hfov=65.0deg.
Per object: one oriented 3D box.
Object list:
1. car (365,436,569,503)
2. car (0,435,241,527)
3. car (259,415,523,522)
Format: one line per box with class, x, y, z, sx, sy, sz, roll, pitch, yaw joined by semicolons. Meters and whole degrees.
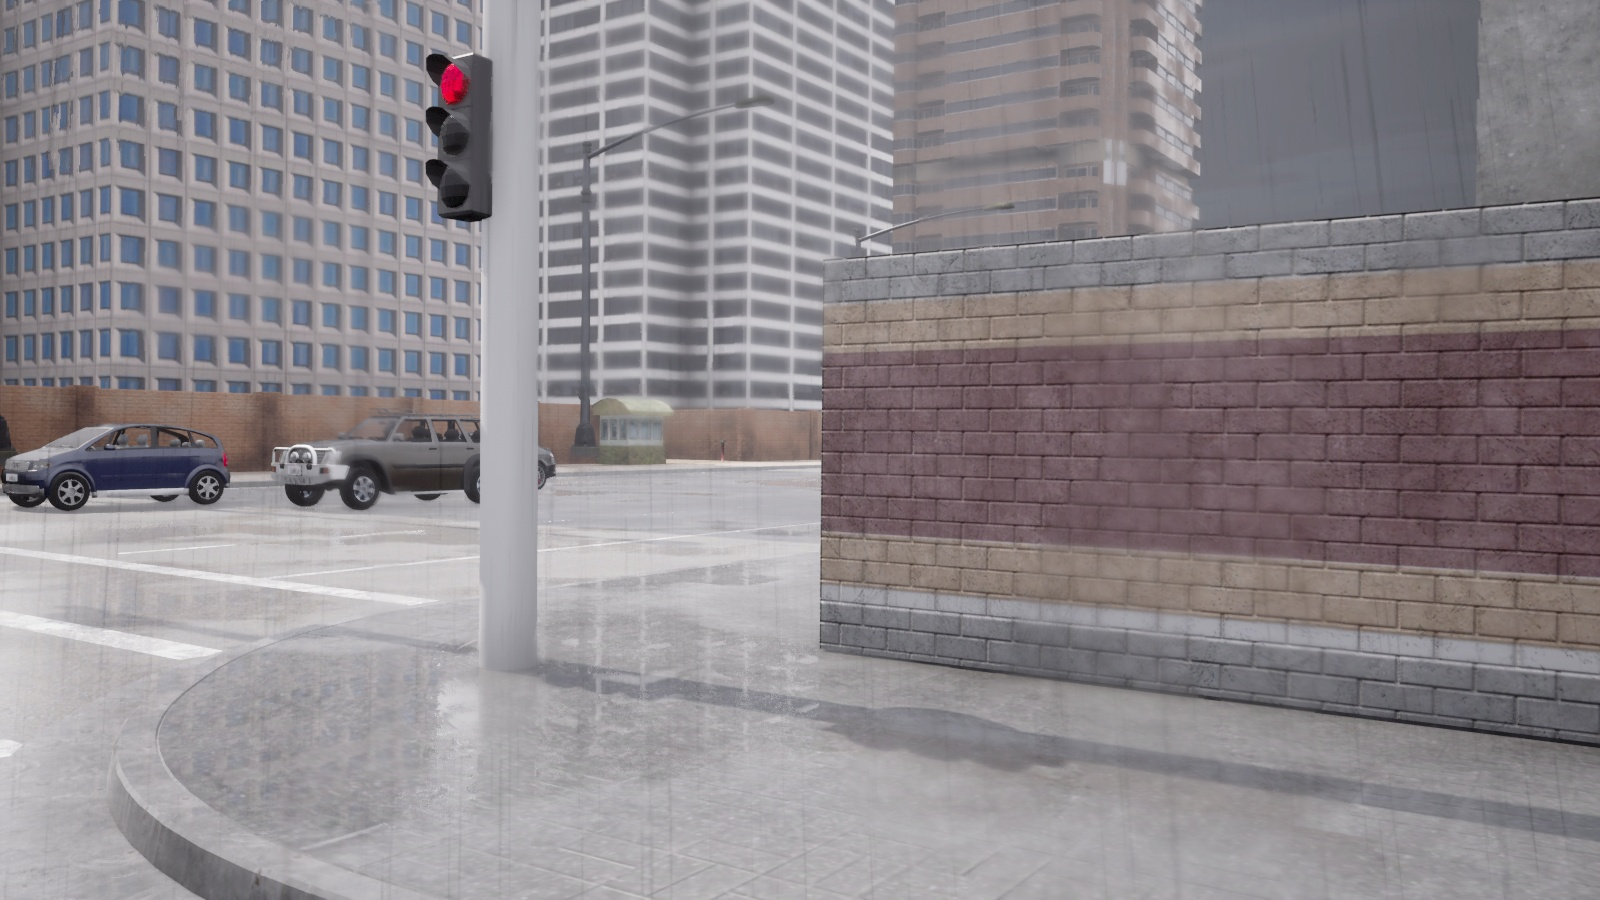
car;-7.915;0.415;30.289;1.812;1.442;4.674;0;1;34
car;-12.628;0.506;23.310;1.789;1.549;3.705;0;1;34
car;-7.761;0.287;24.273;1.932;1.855;4.605;0;1;34
